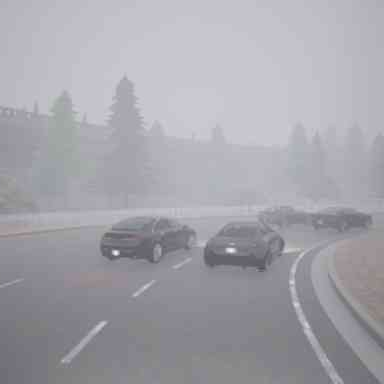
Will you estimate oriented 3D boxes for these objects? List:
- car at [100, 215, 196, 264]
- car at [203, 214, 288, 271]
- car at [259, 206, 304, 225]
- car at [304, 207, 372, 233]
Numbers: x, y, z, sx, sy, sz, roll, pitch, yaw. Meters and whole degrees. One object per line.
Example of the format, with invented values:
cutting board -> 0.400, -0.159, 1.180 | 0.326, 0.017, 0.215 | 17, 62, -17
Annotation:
car -> -1.435, 1.640, 12.587 | 1.837, 1.490, 4.892 | 0, 0, 23
car -> 1.921, 1.686, 11.537 | 1.994, 1.385, 4.181 | 0, -1, 23
car -> 6.757, 1.741, 23.799 | 4.902, 1.511, 2.128 | 0, -1, -38
car -> 9.783, 1.704, 21.685 | 5.008, 1.535, 1.882 | 0, -1, -36
